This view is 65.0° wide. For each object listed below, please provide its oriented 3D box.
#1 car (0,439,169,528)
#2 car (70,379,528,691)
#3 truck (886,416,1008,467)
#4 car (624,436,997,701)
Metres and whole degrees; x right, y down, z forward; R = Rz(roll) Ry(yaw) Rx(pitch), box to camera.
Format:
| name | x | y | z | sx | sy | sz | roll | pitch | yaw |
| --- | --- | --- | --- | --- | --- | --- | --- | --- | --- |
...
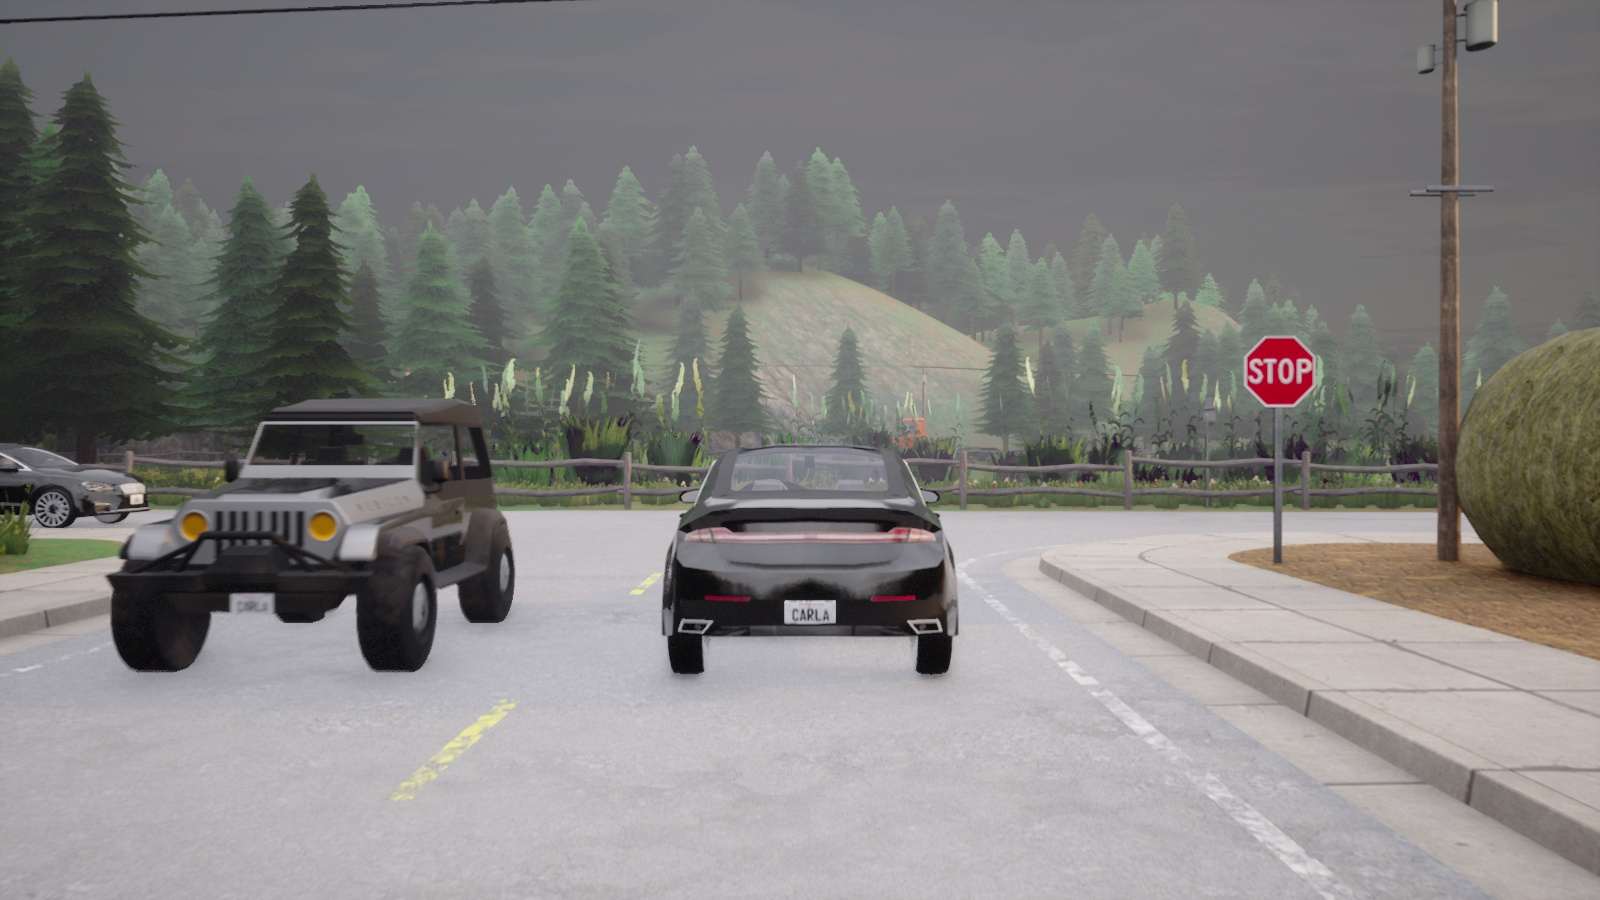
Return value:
| name | x | y | z | sx | sy | sz | roll | pitch | yaw |
| --- | --- | --- | --- | --- | --- | --- | --- | --- | --- |
| car | -14.397 | 0.568 | 22.725 | 4.902 | 1.511 | 2.128 | 0 | 0 | 3 |
| car | -3.437 | 0.503 | 9.498 | 1.905 | 1.878 | 3.866 | 0 | 0 | 0 |
| truck | 10.083 | -0.564 | 86.626 | 7.936 | 3.462 | 2.891 | 0 | 0 | -5 |
| car | 0.072 | 0.666 | 9.613 | 2.128 | 1.511 | 4.902 | 0 | 0 | 0 |
